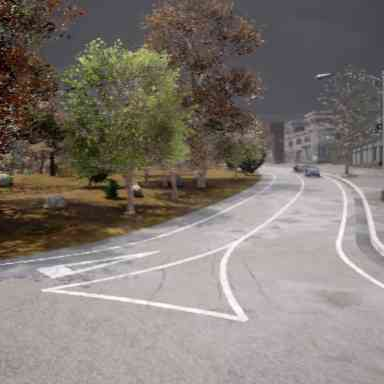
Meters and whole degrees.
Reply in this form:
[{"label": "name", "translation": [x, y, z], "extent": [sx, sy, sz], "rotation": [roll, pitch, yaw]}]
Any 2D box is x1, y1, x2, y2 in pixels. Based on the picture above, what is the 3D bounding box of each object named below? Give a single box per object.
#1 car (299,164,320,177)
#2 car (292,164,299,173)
[{"label": "car", "translation": [16.062, -2.761, 44.912], "extent": [2.033, 1.411, 5.357], "rotation": [-1, 6, 13]}, {"label": "car", "translation": [18.065, -3.971, 55.783], "extent": [2.128, 1.511, 4.902], "rotation": [-1, 6, 7]}]
